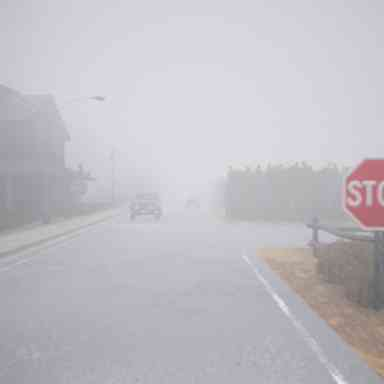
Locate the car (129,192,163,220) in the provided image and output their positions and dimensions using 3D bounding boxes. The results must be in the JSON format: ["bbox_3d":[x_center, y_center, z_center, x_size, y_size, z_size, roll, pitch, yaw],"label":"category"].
[{"bbox_3d":[-3.526,1.002,26.350,2.150,2.045,5.566,0,0,-2],"label":"car"}]

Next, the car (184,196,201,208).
[{"bbox_3d":[0.086,1.179,41.479,1.812,1.442,4.674,0,0,0],"label":"car"}]

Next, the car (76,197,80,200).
[{"bbox_3d":[-19.979,1.064,52.193,4.674,1.442,1.812,0,0,-1],"label":"car"}]
